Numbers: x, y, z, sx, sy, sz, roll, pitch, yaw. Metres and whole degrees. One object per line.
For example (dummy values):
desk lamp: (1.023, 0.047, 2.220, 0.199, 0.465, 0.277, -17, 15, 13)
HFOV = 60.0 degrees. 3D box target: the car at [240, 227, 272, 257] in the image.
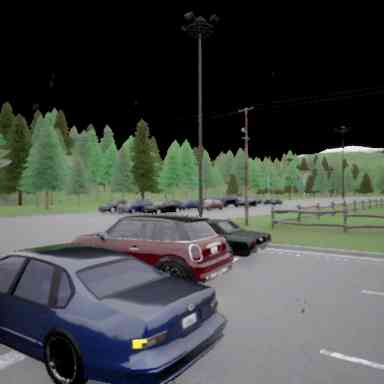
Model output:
car: (0.315, 1.639, 12.071, 4.718, 1.301, 1.895, 0, 0, 31)

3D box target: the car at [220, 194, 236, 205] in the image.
car: (5.404, 1.373, 52.653, 2.150, 2.045, 5.566, 0, 0, 37)

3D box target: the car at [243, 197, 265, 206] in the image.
car: (11.370, 1.656, 60.766, 1.837, 1.490, 4.892, 0, 0, 37)

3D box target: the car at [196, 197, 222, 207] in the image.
car: (2.852, 1.676, 55.072, 1.837, 1.490, 4.892, 0, 0, 36)

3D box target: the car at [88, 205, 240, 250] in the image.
car: (-1.315, 1.387, 8.839, 4.553, 1.767, 2.097, 0, 0, 30)

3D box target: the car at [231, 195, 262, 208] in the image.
car: (8.402, 1.609, 50.836, 1.882, 1.535, 5.008, 0, 0, 36)

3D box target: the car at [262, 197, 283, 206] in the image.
car: (14.520, 1.678, 59.135, 2.033, 1.411, 5.357, 0, 0, 36)

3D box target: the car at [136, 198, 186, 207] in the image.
car: (-3.127, 1.610, 35.033, 1.882, 1.535, 5.008, 0, 0, 36)

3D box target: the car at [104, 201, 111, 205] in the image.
car: (-8.783, 1.677, 39.151, 1.837, 1.490, 4.892, 0, 0, 36)

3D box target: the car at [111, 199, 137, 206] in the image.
car: (-6.185, 1.504, 36.762, 2.097, 1.767, 4.553, 0, 0, 36)

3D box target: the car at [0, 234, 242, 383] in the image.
car: (-2.135, 1.575, 5.276, 5.357, 1.411, 2.033, 0, 0, 33)

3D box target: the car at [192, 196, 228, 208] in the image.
car: (2.369, 1.657, 42.585, 1.812, 1.442, 4.674, 0, 0, 36)

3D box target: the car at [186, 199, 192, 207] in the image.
car: (-0.624, 1.699, 44.435, 2.033, 1.411, 5.357, 0, 0, 36)

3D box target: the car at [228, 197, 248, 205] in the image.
car: (8.854, 1.697, 63.181, 1.812, 1.442, 4.674, 0, 0, 36)

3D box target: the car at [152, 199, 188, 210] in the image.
car: (-3.057, 1.719, 47.035, 2.033, 1.411, 5.357, 0, 0, 37)
